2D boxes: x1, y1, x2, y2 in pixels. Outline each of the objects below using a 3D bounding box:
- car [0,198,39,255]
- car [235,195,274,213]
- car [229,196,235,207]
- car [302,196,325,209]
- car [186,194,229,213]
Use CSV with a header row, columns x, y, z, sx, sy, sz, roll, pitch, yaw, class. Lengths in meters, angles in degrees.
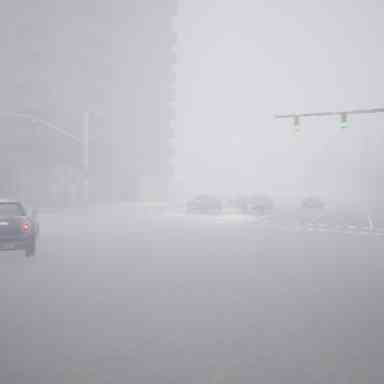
x,y,z,sx,sy,sz,roll,pitch,yaw,class
-6.356,0.972,11.164,2.097,1.767,4.553,0,1,-24,car
5.979,0.987,29.886,2.128,1.511,4.902,2,1,27,car
5.422,0.946,36.498,1.895,1.301,4.718,2,1,27,car
13.096,1.089,35.803,1.994,1.385,4.181,2,1,27,car
1.199,0.931,28.261,1.837,1.490,4.892,2,1,27,car
